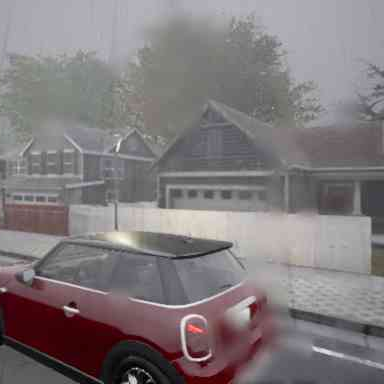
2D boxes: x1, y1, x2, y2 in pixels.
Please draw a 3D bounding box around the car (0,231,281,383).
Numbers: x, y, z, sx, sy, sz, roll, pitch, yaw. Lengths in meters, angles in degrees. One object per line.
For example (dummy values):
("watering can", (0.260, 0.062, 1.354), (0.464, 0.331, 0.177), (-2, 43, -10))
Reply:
("car", (-1.192, 1.350, 4.760), (4.553, 1.767, 2.097), (0, 0, 35))
